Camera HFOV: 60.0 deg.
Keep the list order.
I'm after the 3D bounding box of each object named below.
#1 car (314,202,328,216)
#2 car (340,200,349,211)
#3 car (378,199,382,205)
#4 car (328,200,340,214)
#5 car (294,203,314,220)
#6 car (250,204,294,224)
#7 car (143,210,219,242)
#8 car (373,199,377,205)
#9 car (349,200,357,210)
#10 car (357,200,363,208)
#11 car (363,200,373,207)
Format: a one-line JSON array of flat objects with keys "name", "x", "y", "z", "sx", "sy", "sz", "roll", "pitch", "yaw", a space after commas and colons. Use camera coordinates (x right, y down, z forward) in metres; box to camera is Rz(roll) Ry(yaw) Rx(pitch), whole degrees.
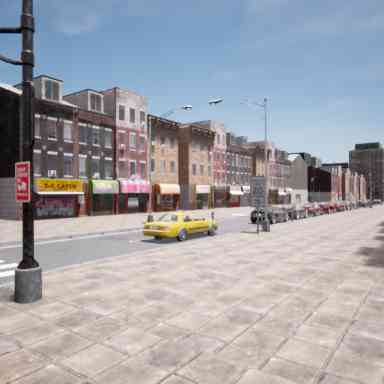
[{"name": "car", "x": 12.565, "y": 1.821, "z": 35.094, "sx": 1.802, "sy": 1.307, "sz": 4.206, "roll": -1, "pitch": -1, "yaw": 35}, {"name": "car", "x": 19.084, "y": 1.784, "z": 44.265, "sx": 1.967, "sy": 1.590, "sz": 4.097, "roll": -1, "pitch": -1, "yaw": 35}, {"name": "car", "x": 45.168, "y": 2.461, "z": 80.936, "sx": 2.008, "sy": 1.369, "sz": 4.403, "roll": -2, "pitch": -2, "yaw": 35}, {"name": "car", "x": 15.825, "y": 1.834, "z": 39.678, "sx": 1.887, "sy": 1.381, "sz": 4.507, "roll": -1, "pitch": -1, "yaw": 35}, {"name": "car", "x": 9.304, "y": 1.743, "z": 30.510, "sx": 2.008, "sy": 1.369, "sz": 4.403, "roll": -1, "pitch": -1, "yaw": 35}, {"name": "car", "x": 6.044, "y": 1.715, "z": 25.925, "sx": 1.947, "sy": 1.339, "sz": 4.313, "roll": -1, "pitch": -1, "yaw": 35}, {"name": "car", "x": -0.379, "y": 1.598, "z": 16.895, "sx": 1.752, "sy": 1.417, "sz": 4.829, "roll": -1, "pitch": -1, "yaw": 35}, {"name": "car", "x": 35.387, "y": 2.212, "z": 67.184, "sx": 1.887, "sy": 1.381, "sz": 4.507, "roll": -1, "pitch": -2, "yaw": 35}, {"name": "car", "x": 22.346, "y": 1.952, "z": 48.847, "sx": 2.008, "sy": 1.369, "sz": 4.403, "roll": -1, "pitch": -1, "yaw": 35}, {"name": "car", "x": 25.606, "y": 2.014, "z": 53.432, "sx": 2.008, "sy": 1.369, "sz": 4.403, "roll": -1, "pitch": -1, "yaw": 35}, {"name": "car", "x": 32.128, "y": 2.147, "z": 62.601, "sx": 2.008, "sy": 1.369, "sz": 4.403, "roll": -1, "pitch": -1, "yaw": 35}]
